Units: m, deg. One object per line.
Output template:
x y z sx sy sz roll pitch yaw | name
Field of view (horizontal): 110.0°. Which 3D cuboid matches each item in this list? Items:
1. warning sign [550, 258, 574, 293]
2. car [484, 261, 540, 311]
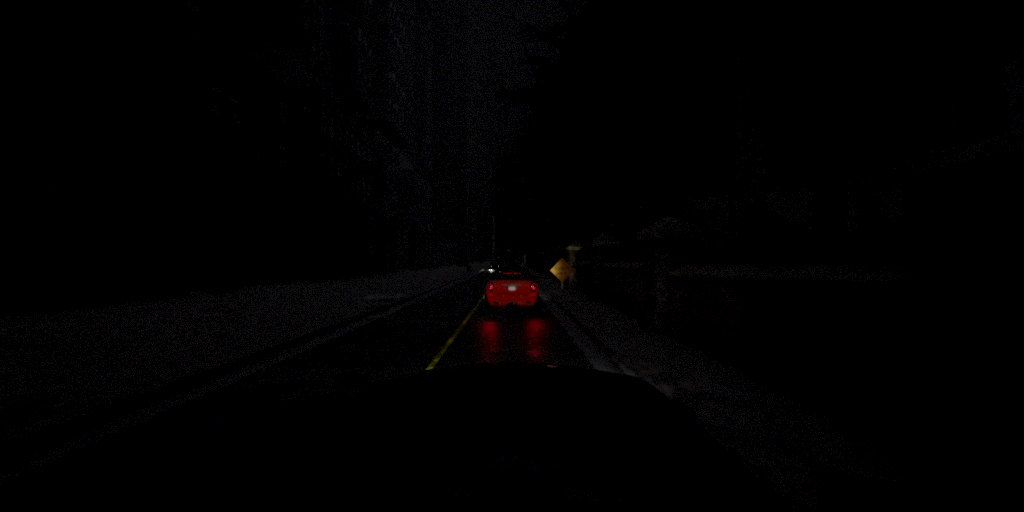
2.724 1.037 19.367 1.300 1.860 1.060 0 0 0 | warning sign
0.023 1.235 15.303 2.097 1.767 4.553 0 -1 0 | car
